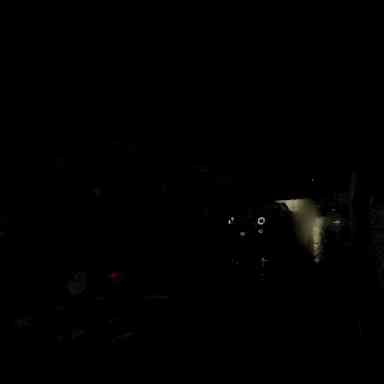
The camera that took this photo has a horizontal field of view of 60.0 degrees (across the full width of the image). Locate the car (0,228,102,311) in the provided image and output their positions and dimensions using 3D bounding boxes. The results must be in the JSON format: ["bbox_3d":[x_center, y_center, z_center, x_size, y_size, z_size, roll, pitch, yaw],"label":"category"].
[{"bbox_3d":[-4.006,1.524,6.386,1.882,1.535,5.008,-2,-2,31],"label":"car"}]

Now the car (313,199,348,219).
[{"bbox_3d":[11.754,1.373,28.017,1.882,1.535,5.008,-3,-2,37],"label":"car"}]

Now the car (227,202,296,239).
[{"bbox_3d":[3.633,1.333,17.083,2.097,1.767,4.553,-3,-1,37],"label":"car"}]

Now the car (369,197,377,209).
[{"bbox_3d":[21.356,1.327,40.811,1.812,1.442,4.674,-3,-2,37],"label":"car"}]
